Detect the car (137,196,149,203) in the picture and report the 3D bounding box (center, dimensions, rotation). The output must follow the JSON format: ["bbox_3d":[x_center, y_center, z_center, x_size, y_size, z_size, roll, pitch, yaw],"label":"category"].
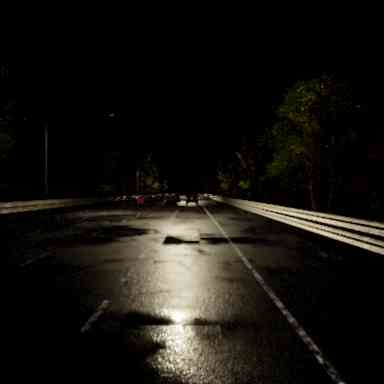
[{"bbox_3d":[-10.505,1.580,71.044,1.994,1.385,4.181,0,0,0],"label":"car"}]

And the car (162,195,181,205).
[{"bbox_3d":[-3.505,1.600,57.510,1.994,1.385,4.181,0,0,0],"label":"car"}]

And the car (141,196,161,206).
[{"bbox_3d":[-7.004,1.512,57.129,1.882,1.535,5.008,0,0,0],"label":"car"}]

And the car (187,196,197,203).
[{"bbox_3d":[-0.005,1.563,71.562,2.033,1.411,5.357,0,0,0],"label":"car"}]

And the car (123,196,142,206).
[{"bbox_3d":[-10.505,1.525,57.128,2.128,1.511,4.902,0,0,0],"label":"car"}]

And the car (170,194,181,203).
[{"bbox_3d":[-3.505,1.396,71.474,2.097,1.767,4.553,0,0,0],"label":"car"}]

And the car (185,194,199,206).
[{"bbox_3d":[-0.005,1.278,57.159,2.150,2.045,5.566,0,0,0],"label":"car"}]
